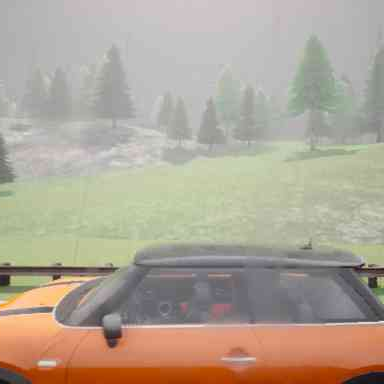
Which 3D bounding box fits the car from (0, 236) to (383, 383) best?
[{"bbox_3d":[-0.163,1.352,3.558,4.553,1.767,2.097,0,0,1],"label":"car"}]
